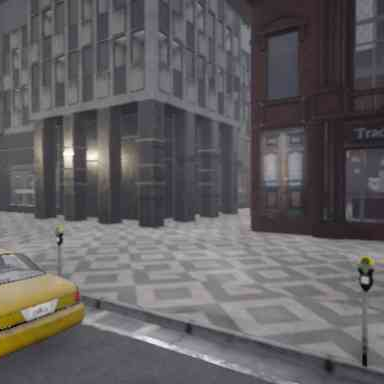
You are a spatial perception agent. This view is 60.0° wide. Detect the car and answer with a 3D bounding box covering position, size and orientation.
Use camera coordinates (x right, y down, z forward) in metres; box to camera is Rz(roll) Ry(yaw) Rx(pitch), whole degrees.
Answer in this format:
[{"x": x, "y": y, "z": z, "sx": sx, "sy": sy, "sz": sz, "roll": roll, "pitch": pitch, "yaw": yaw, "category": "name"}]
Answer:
[{"x": -3.865, "y": 1.450, "z": 5.466, "sx": 4.829, "sy": 1.417, "sz": 1.752, "roll": 0, "pitch": 1, "yaw": 33, "category": "car"}]
